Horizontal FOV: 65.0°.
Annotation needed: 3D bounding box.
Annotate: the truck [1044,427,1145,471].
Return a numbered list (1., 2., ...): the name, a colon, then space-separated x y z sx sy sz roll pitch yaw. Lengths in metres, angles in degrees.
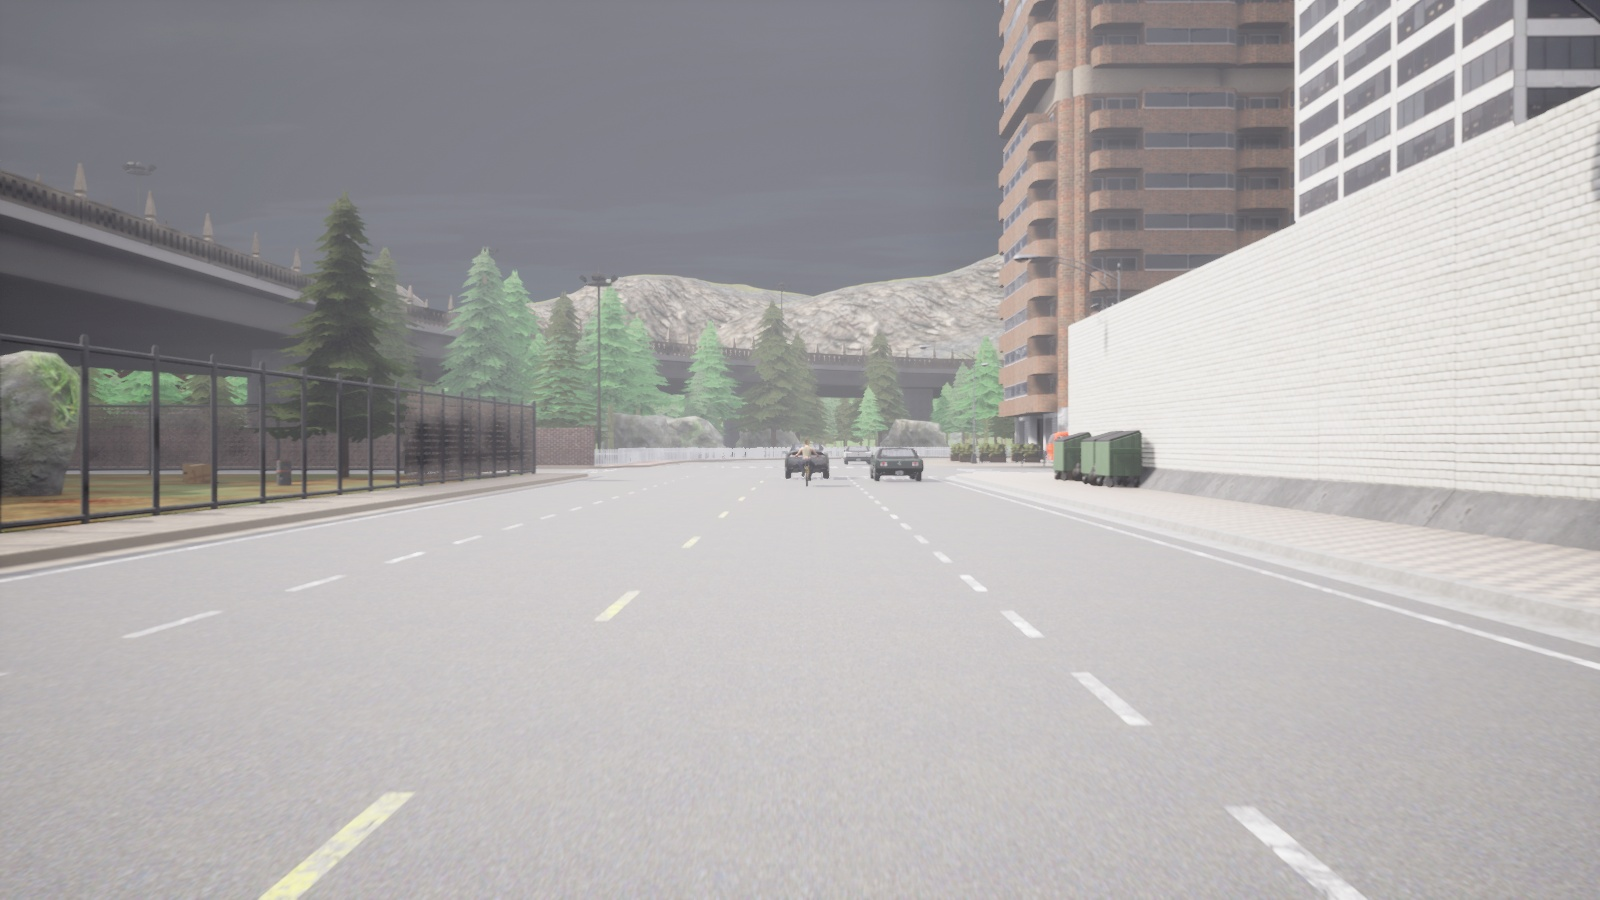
1. truck: 16.842 -0.077 72.037 5.204 2.467 2.627 0 0 0

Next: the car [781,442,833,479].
1. car: 0.308 0.401 53.575 2.128 1.511 4.902 0 0 0

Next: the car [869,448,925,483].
1. car: 3.788 0.570 49.698 1.895 1.301 4.718 0 0 0

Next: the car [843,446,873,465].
1. car: 4.014 0.358 87.368 1.895 1.301 4.718 0 0 1
